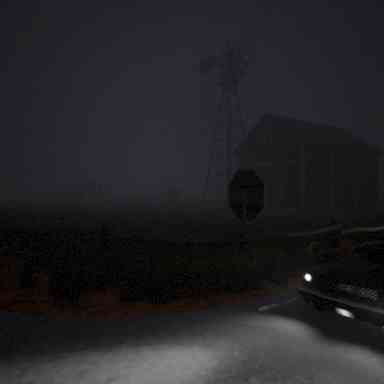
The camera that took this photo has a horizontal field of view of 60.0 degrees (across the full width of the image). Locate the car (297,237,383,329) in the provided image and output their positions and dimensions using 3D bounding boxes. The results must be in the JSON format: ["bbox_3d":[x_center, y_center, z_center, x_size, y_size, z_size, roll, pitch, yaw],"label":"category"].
[{"bbox_3d":[4.220,1.590,6.496,4.718,1.301,1.895,0,0,-35],"label":"car"}]
